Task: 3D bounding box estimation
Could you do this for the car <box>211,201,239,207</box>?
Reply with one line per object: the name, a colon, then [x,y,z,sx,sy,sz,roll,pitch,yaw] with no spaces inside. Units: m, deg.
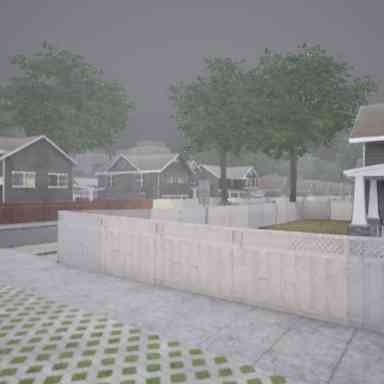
car: [3.752,1.719,36.471,2.033,1.411,5.357,0,0,35]
